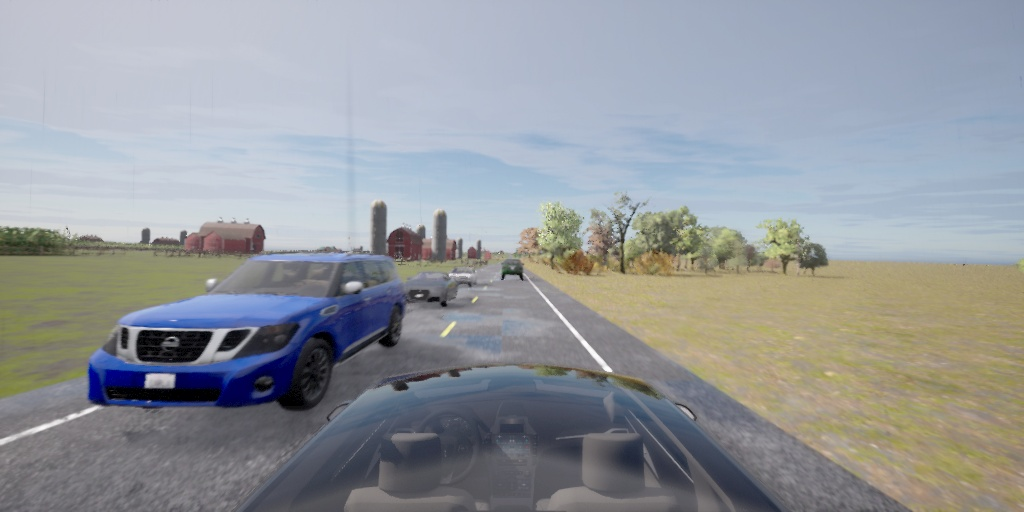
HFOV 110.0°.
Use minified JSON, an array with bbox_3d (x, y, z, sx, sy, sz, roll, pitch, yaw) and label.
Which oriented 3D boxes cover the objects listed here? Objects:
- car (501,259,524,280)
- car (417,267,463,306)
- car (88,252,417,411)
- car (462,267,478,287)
[{"bbox_3d":[0.040,1.277,36.526,2.150,2.045,5.566,1,0,0],"label":"car"},{"bbox_3d":[-3.603,1.368,15.952,1.994,1.385,4.181,1,0,0],"label":"car"},{"bbox_3d":[-3.582,0.943,6.410,2.150,2.045,5.566,1,-1,0],"label":"car"},{"bbox_3d":[-3.599,1.493,26.084,1.895,1.301,4.718,1,-1,0],"label":"car"}]
